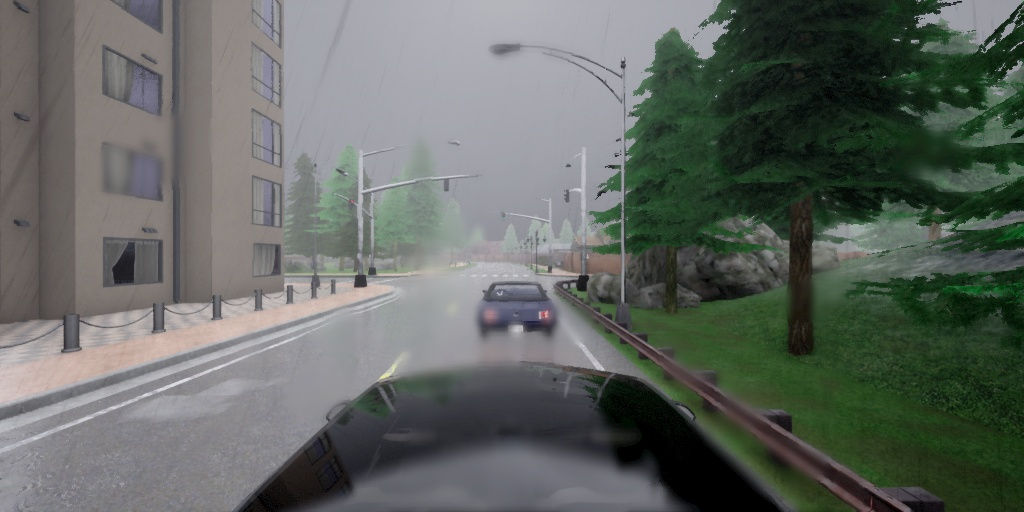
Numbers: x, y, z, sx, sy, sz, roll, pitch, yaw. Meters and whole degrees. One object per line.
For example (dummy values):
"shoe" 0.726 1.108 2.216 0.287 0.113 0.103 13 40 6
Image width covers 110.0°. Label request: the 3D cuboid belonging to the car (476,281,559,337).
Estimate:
"car" 0.105 1.351 10.230 1.895 1.301 4.718 0 0 -1
